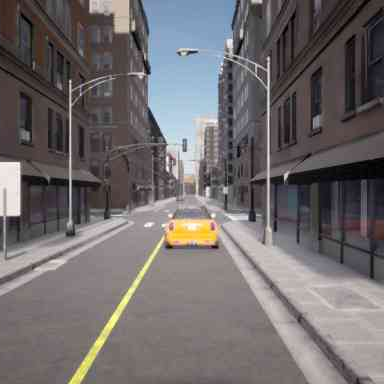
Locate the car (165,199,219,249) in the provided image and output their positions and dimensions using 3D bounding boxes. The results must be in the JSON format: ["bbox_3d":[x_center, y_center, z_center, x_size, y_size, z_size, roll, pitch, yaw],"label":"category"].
[{"bbox_3d":[0.000,1.368,14.621,2.097,1.767,4.553,0,0,0],"label":"car"}]

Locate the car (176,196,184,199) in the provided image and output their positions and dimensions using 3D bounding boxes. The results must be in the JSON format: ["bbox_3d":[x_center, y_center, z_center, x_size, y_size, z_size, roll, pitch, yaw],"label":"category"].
[{"bbox_3d":[-2.751,1.624,78.120,2.033,1.411,5.357,0,0,0],"label":"car"}]
